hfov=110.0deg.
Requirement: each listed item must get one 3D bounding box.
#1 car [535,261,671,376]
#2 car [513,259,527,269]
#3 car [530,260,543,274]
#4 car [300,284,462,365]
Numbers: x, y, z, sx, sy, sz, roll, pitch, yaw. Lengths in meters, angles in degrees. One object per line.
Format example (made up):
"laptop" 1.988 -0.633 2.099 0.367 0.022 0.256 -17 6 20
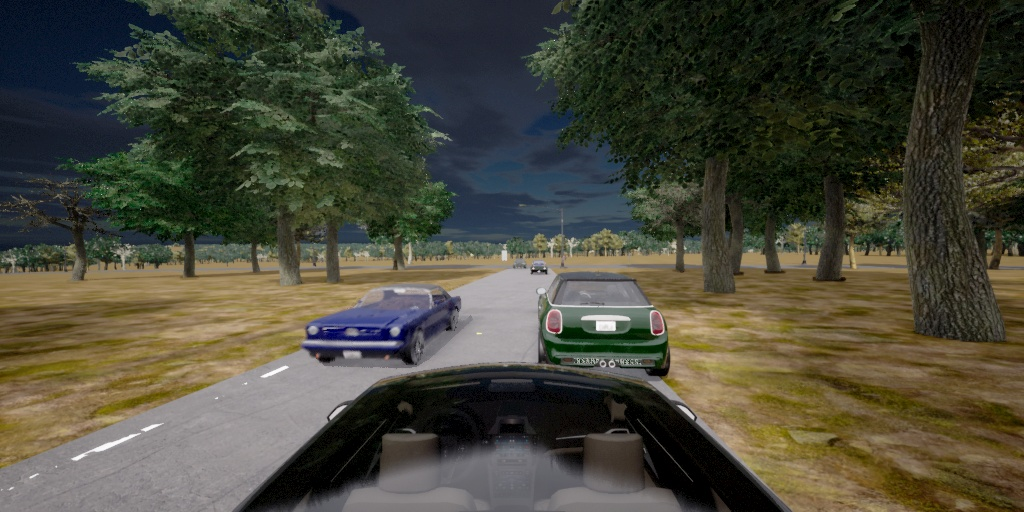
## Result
"car" 1.599 1.096 7.632 2.097 1.767 4.553 0 0 4
"car" 1.281 1.231 58.583 2.097 1.767 4.553 0 0 5
"car" 3.092 1.392 40.932 1.895 1.301 4.718 0 0 5
"car" -2.520 1.347 8.201 1.895 1.301 4.718 0 0 4
